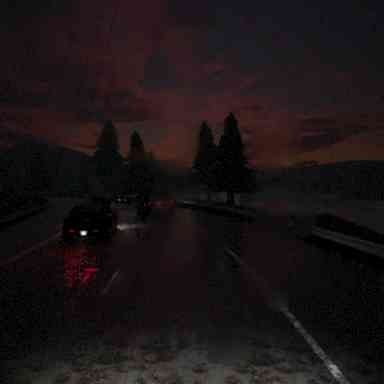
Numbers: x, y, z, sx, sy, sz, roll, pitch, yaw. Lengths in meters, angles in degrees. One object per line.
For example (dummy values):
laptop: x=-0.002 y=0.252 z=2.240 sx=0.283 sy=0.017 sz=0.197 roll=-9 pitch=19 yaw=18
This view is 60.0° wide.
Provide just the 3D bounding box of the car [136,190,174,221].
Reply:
car: x=-2.661 y=0.855 z=23.590 sx=2.150 sy=2.045 sz=5.566 roll=0 pitch=1 yaw=-13

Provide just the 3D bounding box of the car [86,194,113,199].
car: x=-9.314 y=0.992 z=32.977 sx=1.837 sy=1.490 sz=4.892 roll=0 pitch=1 yaw=-21

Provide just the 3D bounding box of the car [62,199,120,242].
car: x=-4.500 y=1.269 z=15.106 sx=1.837 sy=1.490 sz=4.892 roll=0 pitch=1 yaw=-8

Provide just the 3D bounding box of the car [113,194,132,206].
car: x=-8.904 y=0.915 z=40.731 sx=2.033 sy=1.411 sz=5.357 roll=0 pitch=1 yaw=-26
